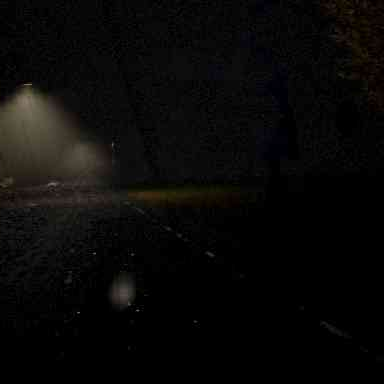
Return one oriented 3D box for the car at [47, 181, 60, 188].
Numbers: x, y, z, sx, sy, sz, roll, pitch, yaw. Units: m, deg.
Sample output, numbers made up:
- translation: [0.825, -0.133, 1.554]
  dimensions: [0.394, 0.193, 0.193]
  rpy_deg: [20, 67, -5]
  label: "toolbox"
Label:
- translation: [-27.313, -1.476, 65.598]
  dimensions: [1.895, 1.301, 4.718]
  rpy_deg: [-4, 4, -17]
  label: "car"
